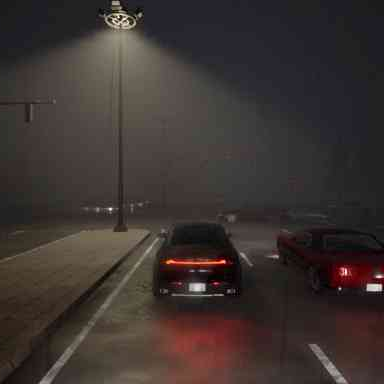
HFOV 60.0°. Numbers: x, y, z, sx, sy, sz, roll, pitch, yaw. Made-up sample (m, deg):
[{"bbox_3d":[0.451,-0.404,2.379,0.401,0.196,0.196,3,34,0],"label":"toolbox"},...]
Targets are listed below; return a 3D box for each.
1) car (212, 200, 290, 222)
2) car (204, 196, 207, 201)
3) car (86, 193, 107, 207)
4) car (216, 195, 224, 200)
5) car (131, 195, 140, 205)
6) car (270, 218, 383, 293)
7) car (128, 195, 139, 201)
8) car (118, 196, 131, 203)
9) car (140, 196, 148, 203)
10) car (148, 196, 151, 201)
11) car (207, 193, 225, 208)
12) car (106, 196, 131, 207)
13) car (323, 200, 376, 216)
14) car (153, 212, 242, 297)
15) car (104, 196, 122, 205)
[{"bbox_3d":[4.477,1.547,24.730,5.357,1.411,2.033,0,0,-2],"label":"car"},{"bbox_3d":[4.163,1.595,88.146,1.895,1.301,4.718,0,0,2],"label":"car"},{"bbox_3d":[-14.759,1.221,51.895,2.150,2.045,5.566,0,0,0],"label":"car"},{"bbox_3d":[7.859,1.553,94.684,1.994,1.385,4.181,0,0,2],"label":"car"},{"bbox_3d":[-11.185,1.505,60.355,1.837,1.490,4.892,0,0,1],"label":"car"},{"bbox_3d":[3.630,1.601,8.784,1.895,1.301,4.718,0,0,1],"label":"car"},{"bbox_3d":[-14.456,1.517,82.295,1.812,1.442,4.674,0,0,1],"label":"car"},{"bbox_3d":[-14.538,1.553,72.091,1.994,1.385,4.181,0,0,0],"label":"car"},{"bbox_3d":[-11.056,1.595,69.329,1.895,1.301,4.718,0,0,0],"label":"car"},{"bbox_3d":[-10.989,1.552,79.180,1.994,1.385,4.181,0,0,0],"label":"car"},{"bbox_3d":[3.806,1.223,49.510,2.150,2.045,5.566,0,0,2],"label":"car"},{"bbox_3d":[-11.267,1.601,51.345,1.895,1.301,4.718,0,0,0],"label":"car"},{"bbox_3d":[15.141,1.525,32.126,4.674,1.442,1.812,0,0,4],"label":"car"},{"bbox_3d":[0.127,1.505,8.540,1.837,1.490,4.892,0,0,1],"label":"car"},{"bbox_3d":[-14.651,1.547,62.144,2.033,1.411,5.357,0,0,1],"label":"car"}]
